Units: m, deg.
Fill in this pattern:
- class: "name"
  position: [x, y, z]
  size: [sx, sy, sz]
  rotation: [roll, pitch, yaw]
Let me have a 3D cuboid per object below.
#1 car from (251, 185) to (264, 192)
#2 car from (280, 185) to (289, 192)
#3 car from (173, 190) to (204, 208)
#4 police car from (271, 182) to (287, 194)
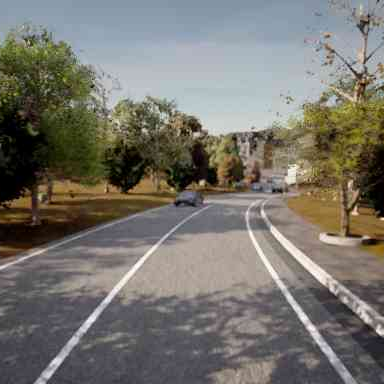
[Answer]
- class: "car"
  position: [13.641, -0.711, 68.921]
  size: [2.033, 1.411, 5.357]
  rotation: [2, 2, 21]
- class: "car"
  position: [21.848, -0.948, 78.747]
  size: [1.882, 1.535, 5.008]
  rotation: [2, 2, 17]
- class: "car"
  position: [-0.163, 0.542, 29.850]
  size: [2.033, 1.411, 5.357]
  rotation: [1, 2, 13]
- class: "police car"
  position: [16.408, -0.512, 63.504]
  size: [1.930, 1.638, 5.238]
  rotation: [2, 2, 22]
